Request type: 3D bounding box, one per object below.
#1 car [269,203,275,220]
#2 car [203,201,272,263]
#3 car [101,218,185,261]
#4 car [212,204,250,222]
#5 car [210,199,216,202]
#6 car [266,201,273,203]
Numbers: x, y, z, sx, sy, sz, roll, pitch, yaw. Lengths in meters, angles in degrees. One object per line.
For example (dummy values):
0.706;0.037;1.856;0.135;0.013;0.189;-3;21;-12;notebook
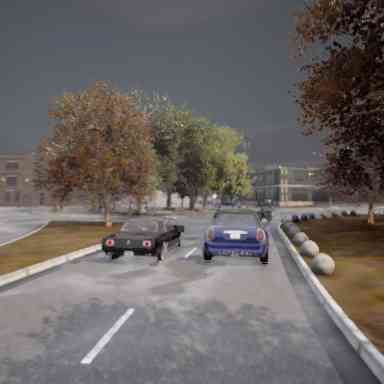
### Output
5.224;1.814;26.797;1.895;1.301;4.718;0;-1;24;car
1.716;1.398;12.409;2.097;1.767;4.553;0;0;10;car
-1.567;1.641;12.575;1.895;1.301;4.718;0;0;10;car
3.549;1.821;29.593;1.994;1.385;4.181;0;-1;28;car
6.373;2.522;66.149;4.181;1.385;1.994;0;-1;31;car
13.590;2.445;63.630;1.837;1.490;4.892;1;-1;-39;car
